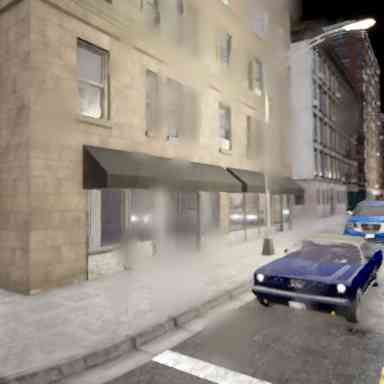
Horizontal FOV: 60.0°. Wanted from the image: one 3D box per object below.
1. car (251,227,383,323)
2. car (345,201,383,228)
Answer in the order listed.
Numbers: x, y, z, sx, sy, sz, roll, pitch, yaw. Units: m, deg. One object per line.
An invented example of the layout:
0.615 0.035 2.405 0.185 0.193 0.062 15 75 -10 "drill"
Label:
3.137 1.727 7.717 1.895 1.301 4.718 -2 -2 35 "car"
8.813 1.450 15.754 2.150 2.045 5.566 -2 -2 35 "car"
